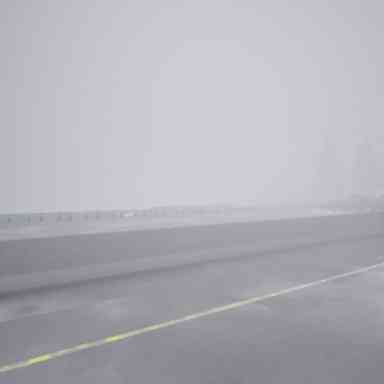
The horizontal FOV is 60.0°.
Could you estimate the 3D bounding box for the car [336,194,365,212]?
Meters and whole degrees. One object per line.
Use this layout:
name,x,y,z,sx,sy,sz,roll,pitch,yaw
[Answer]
car,20.338,1.275,40.508,5.566,2.045,2.150,0,0,-36

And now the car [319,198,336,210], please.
car,18.698,1.549,43.637,5.008,1.535,1.882,0,0,-36

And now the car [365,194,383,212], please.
car,22.410,1.256,37.688,5.566,2.045,2.150,0,0,-36
